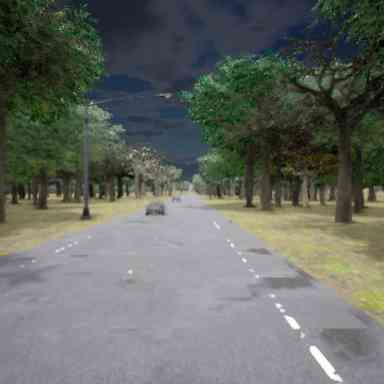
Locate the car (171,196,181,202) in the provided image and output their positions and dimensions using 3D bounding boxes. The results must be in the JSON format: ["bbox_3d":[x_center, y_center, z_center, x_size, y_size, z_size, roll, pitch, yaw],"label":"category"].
[{"bbox_3d":[-3.528,1.532,74.978,1.994,1.385,4.181,0,0,0],"label":"car"}]

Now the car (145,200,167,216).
[{"bbox_3d":[-3.605,1.620,33.853,1.837,1.490,4.892,0,0,0],"label":"car"}]
